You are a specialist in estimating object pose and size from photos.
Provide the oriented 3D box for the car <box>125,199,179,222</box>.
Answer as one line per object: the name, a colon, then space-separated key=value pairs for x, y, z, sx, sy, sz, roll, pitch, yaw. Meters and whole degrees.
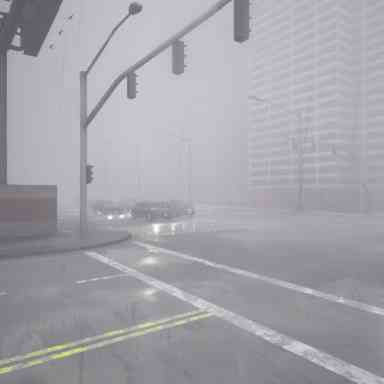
car: x=-3.340 y=1.505 z=26.846 sx=1.837 sy=1.490 sz=4.892 roll=0 pitch=0 yaw=-35

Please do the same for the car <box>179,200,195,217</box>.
car: x=-1.628 y=1.492 z=30.488 sx=2.128 sy=1.511 sz=4.902 roll=0 pitch=0 yaw=-35

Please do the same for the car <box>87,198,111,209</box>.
car: x=-13.162 y=1.601 z=46.843 sx=1.895 sy=1.301 sz=4.718 roll=0 pitch=0 yaw=-35

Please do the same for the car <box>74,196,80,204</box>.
car: x=-21.554 y=1.526 z=65.107 sx=1.812 sy=1.442 sz=4.674 roll=0 pitch=0 yaw=-35

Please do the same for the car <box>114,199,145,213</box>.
car: x=-7.341 y=1.526 z=38.588 sx=1.812 sy=1.442 sz=4.674 roll=0 pitch=0 yaw=-35

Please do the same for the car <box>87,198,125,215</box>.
car: x=-8.918 y=1.547 z=34.743 sx=2.033 sy=1.411 sz=5.357 roll=0 pitch=0 yaw=-35
